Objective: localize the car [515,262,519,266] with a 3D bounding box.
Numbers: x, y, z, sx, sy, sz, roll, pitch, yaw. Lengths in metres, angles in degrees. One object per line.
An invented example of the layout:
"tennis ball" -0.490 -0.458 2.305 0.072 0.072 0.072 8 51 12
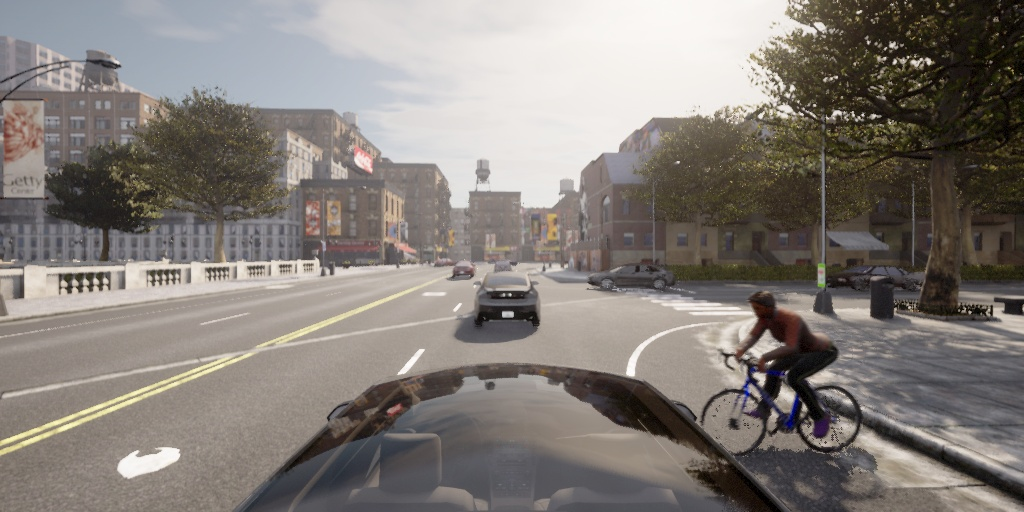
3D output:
"car" -0.464 1.235 62.718 1.895 1.301 4.718 0 0 23

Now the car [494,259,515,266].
"car" -1.001 1.225 39.347 2.033 1.411 5.357 0 0 -1

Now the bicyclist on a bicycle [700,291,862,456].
"bicyclist on a bicycle" 2.657 1.169 3.555 1.656 1.620 0.582 -2 0 -2

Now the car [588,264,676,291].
"car" 7.016 1.221 21.197 4.892 1.490 1.837 0 0 6

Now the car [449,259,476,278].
"car" -4.306 1.216 32.636 1.812 1.442 4.674 0 0 -2

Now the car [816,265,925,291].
"car" 21.168 1.264 21.096 5.357 1.411 2.033 0 0 -2

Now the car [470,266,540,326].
"car" -0.174 1.237 11.580 1.837 1.490 4.892 0 0 -2
